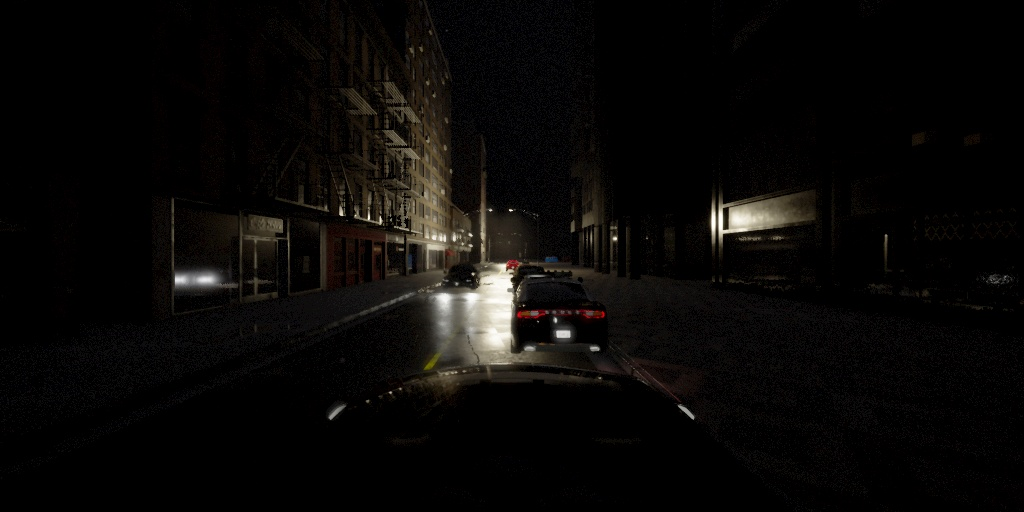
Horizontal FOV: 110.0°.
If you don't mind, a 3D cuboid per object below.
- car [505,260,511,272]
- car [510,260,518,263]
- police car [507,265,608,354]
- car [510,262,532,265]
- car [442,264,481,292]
[{"bbox_3d":[0.143,1.301,47.403,1.812,1.442,4.674,0,0,1],"label":"car"},{"bbox_3d":[0.953,1.209,24.993,1.801,1.575,5.366,0,0,0],"label":"car"},{"bbox_3d":[0.914,1.175,8.912,1.930,1.638,5.238,0,0,0],"label":"police car"},{"bbox_3d":[0.938,1.256,18.802,1.837,1.490,4.892,0,0,0],"label":"car"},{"bbox_3d":[-2.956,1.256,21.657,1.837,1.490,4.892,0,0,0],"label":"car"}]
